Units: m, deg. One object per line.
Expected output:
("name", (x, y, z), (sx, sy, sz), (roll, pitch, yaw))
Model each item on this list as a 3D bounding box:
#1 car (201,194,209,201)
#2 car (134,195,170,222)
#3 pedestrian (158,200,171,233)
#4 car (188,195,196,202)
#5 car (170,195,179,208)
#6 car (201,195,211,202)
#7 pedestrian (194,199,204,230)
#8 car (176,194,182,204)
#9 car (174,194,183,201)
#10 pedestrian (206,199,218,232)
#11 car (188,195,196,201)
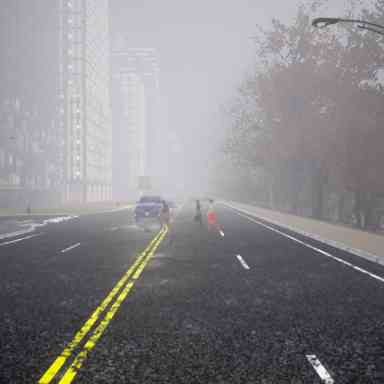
("car", (3.260, 1.373, 85.297), (1.882, 1.535, 5.008), (0, 0, 0))
("car", (-3.360, 1.282, 27.683), (2.150, 2.045, 5.566), (0, 0, 0))
("pedestrian", (-1.511, 1.292, 18.212), (0.375, 1.860, 0.375), (0, 0, 0))
("car", (0.009, 1.543, 74.904), (2.033, 1.411, 5.357), (0, 0, 0))
("car", (-3.342, 1.567, 47.342), (1.994, 1.385, 4.181), (0, 0, 0))
("car", (3.257, 1.503, 74.903), (1.837, 1.490, 4.892), (0, 0, 0))
("pedestrian", (0.394, 1.292, 19.409), (0.375, 1.860, 0.375), (0, 0, 0))
("car", (-3.297, 1.608, 63.103), (1.895, 1.301, 4.718), (0, 0, 1))
("car", (-3.241, 1.237, 79.517), (1.837, 1.490, 4.892), (0, 0, 0))
("pedestrian", (1.126, 1.292, 18.810), (0.375, 1.860, 0.375), (0, 0, 0))
("car", (0.010, 1.420, 85.298), (1.812, 1.442, 4.674), (0, 0, 0))
